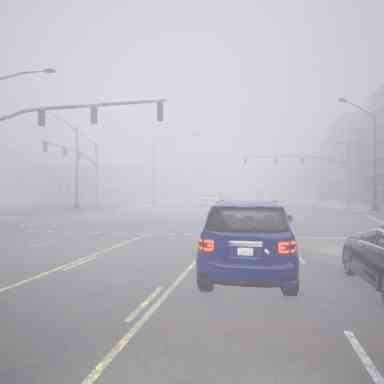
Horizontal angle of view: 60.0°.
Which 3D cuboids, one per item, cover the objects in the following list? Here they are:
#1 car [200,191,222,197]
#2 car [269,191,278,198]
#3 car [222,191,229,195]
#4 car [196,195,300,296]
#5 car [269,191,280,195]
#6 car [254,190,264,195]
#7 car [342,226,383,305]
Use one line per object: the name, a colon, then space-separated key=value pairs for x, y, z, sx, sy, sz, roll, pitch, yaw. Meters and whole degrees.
car: x=2.515 y=1.079 z=47.481 sx=2.150 sy=2.045 sz=5.566 roll=0 pitch=1 yaw=11
car: x=20.757 y=0.552 z=84.975 sx=2.097 sy=1.767 sz=4.553 roll=0 pitch=1 yaw=11
car: x=4.547 y=0.926 z=57.667 sx=2.150 sy=2.045 sz=5.566 roll=0 pitch=1 yaw=11
car: x=1.517 y=1.221 z=8.930 sx=2.150 sy=2.045 sz=5.566 roll=0 pitch=0 yaw=11
car: x=18.773 y=0.881 z=74.973 sx=2.128 sy=1.511 sz=4.902 roll=0 pitch=1 yaw=11
car: x=15.302 y=0.904 z=75.471 sx=1.994 sy=1.385 sz=4.181 roll=0 pitch=1 yaw=11
car: x=4.784 y=1.492 z=7.407 sx=2.128 sy=1.511 sz=4.902 roll=0 pitch=0 yaw=11
